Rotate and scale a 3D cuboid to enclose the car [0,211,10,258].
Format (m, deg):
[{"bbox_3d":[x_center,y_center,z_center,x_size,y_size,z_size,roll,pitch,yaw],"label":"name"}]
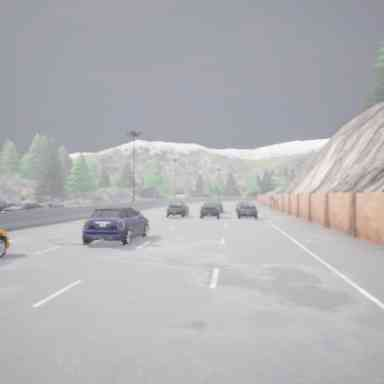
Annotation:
[{"bbox_3d":[-7.923,1.579,10.410,1.882,1.535,5.008,0,0,7],"label":"car"}]

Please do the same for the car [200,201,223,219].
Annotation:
[{"bbox_3d":[1.850,1.819,32.712,1.837,1.490,4.892,0,-1,7],"label":"car"}]

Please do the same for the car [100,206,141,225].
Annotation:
[{"bbox_3d":[-5.804,1.868,27.764,1.895,1.301,4.718,0,-1,7],"label":"car"}]

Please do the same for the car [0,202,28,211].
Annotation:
[{"bbox_3d":[-18.819,1.910,37.602,2.033,1.411,5.357,0,-1,7],"label":"car"}]

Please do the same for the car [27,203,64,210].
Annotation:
[{"bbox_3d":[-15.450,1.951,36.374,1.895,1.301,4.718,0,-1,7],"label":"car"}]

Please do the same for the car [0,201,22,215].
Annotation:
[{"bbox_3d":[-22.219,1.865,38.599,2.128,1.511,4.902,0,-1,7],"label":"car"}]

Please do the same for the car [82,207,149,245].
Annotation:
[{"bbox_3d":[-3.635,1.513,16.644,2.097,1.767,4.553,0,-1,7],"label":"car"}]

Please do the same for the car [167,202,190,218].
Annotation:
[{"bbox_3d":[-1.410,1.826,34.874,2.128,1.511,4.902,0,-1,7],"label":"car"}]

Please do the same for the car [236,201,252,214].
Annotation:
[{"bbox_3d":[6.578,1.934,42.577,1.812,1.442,4.674,0,0,7],"label":"car"}]

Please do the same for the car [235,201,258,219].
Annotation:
[{"bbox_3d":[5.307,1.800,32.143,2.128,1.511,4.902,0,-1,7],"label":"car"}]
